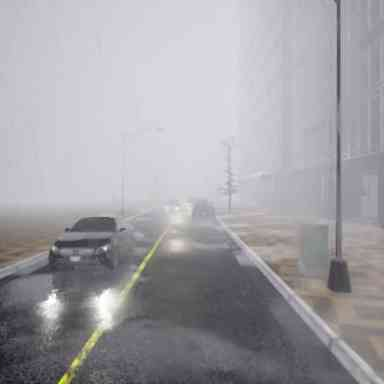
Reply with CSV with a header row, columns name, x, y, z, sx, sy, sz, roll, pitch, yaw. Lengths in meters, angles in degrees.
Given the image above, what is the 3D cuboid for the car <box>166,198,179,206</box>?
name,x,y,z,sx,sy,sz,roll,pitch,yaw
car,-3.057,1.561,52.455,1.895,1.301,4.718,0,0,0

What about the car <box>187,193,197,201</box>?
name,x,y,z,sx,sy,sz,roll,pitch,yaw
car,0.011,1.182,77.944,2.097,1.767,4.553,0,0,0

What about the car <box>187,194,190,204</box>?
name,x,y,z,sx,sy,sz,roll,pitch,yaw
car,0.009,1.478,62.468,1.812,1.442,4.674,0,0,0

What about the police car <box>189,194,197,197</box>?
name,x,y,z,sx,sy,sz,roll,pitch,yaw
police car,0.906,1.394,43.027,1.930,1.638,5.238,0,0,0

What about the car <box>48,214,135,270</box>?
name,x,y,z,sx,sy,sz,roll,pitch,yaw
car,-3.097,1.518,11.155,1.812,1.442,4.674,0,0,0

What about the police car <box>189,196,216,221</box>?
name,x,y,z,sx,sy,sz,roll,pitch,yaw
police car,0.904,1.406,27.026,1.930,1.638,5.238,0,0,0
